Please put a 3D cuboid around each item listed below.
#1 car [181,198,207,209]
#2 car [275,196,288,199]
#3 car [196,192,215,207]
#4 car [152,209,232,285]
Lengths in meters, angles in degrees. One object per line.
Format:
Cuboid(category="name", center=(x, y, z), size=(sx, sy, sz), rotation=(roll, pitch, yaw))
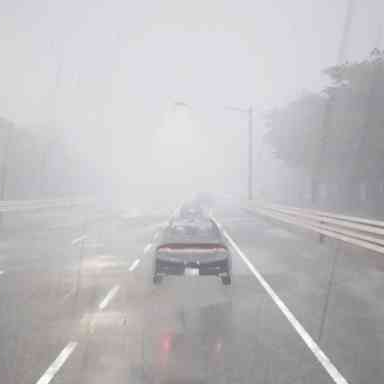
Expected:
Cuboid(category="car", center=(0.023, 1.469, 29.125), size=(1.994, 1.385, 4.181), rotation=(0, 0, 1))
Cuboid(category="car", center=(24.138, 1.152, 89.516), size=(2.128, 1.511, 4.902), rotation=(0, 0, 45))
Cuboid(category="car", center=(1.953, 1.078, 48.003), size=(2.150, 2.045, 5.566), rotation=(0, 0, 12))
Cuboid(category="car", center=(0.000, 1.460, 9.398), size=(2.128, 1.511, 4.902), rotation=(0, 0, 0))
